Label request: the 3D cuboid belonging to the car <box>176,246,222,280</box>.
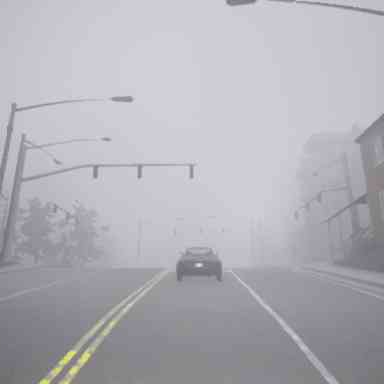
[{"bbox_3d":[0.349,3.236,15.492,1.994,1.385,4.181,0,-9,2],"label":"car"}]
